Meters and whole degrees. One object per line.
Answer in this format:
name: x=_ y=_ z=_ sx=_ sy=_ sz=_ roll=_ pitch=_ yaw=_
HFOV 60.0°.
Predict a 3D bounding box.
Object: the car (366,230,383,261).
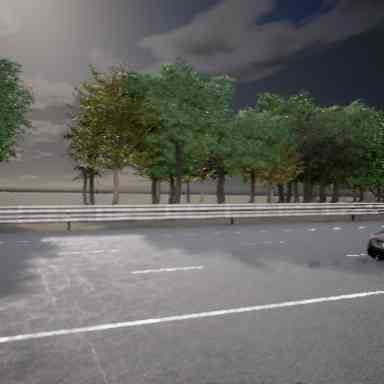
car: x=7.644 y=1.543 z=10.419 sx=4.181 sy=1.385 sz=1.994 roll=0 pitch=0 yaw=-19
